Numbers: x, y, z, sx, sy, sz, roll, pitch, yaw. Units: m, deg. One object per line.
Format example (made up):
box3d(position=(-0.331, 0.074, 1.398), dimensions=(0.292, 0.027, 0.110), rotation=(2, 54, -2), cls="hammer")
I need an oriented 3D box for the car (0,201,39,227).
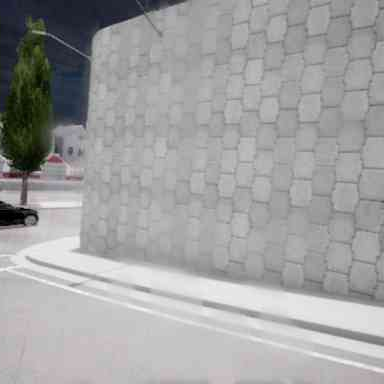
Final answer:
box3d(position=(-10.707, 1.153, 17.889), dimensions=(1.882, 1.535, 5.008), rotation=(5, 3, 29), cls="car")
